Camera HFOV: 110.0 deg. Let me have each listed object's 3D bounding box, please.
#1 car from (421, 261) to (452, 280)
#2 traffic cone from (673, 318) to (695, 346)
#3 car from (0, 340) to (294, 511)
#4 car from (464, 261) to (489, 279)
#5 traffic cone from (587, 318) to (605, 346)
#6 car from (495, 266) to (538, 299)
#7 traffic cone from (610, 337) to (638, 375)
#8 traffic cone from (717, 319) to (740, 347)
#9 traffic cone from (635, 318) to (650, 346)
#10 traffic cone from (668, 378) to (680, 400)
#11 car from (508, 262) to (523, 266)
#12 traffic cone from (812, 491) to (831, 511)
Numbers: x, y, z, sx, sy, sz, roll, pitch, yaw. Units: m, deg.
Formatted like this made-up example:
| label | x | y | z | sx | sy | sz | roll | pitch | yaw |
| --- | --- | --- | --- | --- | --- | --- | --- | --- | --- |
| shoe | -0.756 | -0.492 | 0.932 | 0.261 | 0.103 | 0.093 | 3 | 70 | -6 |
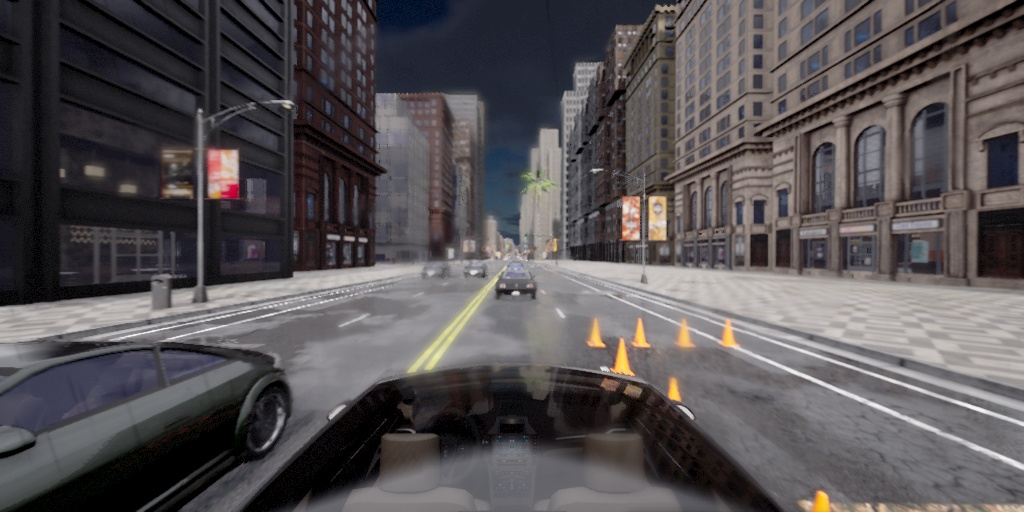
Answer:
| label | x | y | z | sx | sy | sz | roll | pitch | yaw |
| --- | --- | --- | --- | --- | --- | --- | --- | --- | --- |
| car | -6.391 | 1.198 | 30.742 | 2.128 | 1.511 | 4.902 | 0 | 0 | 0 |
| traffic cone | 3.901 | 1.714 | 8.131 | 0.340 | 0.580 | 0.340 | 0 | 0 | 0 |
| car | -3.362 | 1.301 | 2.164 | 1.994 | 1.385 | 4.181 | 0 | 0 | 0 |
| car | -3.131 | 1.209 | 32.062 | 2.128 | 1.511 | 4.902 | 0 | 0 | 0 |
| traffic cone | 1.901 | 1.707 | 8.146 | 0.340 | 0.580 | 0.340 | 0 | 0 | 0 |
| car | 0.209 | 1.338 | 17.817 | 1.895 | 1.301 | 4.718 | 0 | 0 | 0 |
| traffic cone | 1.885 | 1.708 | 6.146 | 0.340 | 0.580 | 0.340 | 0 | 0 | 0 |
| traffic cone | 4.901 | 1.717 | 8.123 | 0.340 | 0.580 | 0.340 | 0 | 0 | 0 |
| traffic cone | 2.901 | 1.710 | 8.138 | 0.340 | 0.580 | 0.340 | 0 | 0 | 0 |
| traffic cone | 1.870 | 1.710 | 4.146 | 0.340 | 0.580 | 0.340 | 0 | 0 | 0 |
| car | 0.349 | 1.276 | 36.044 | 2.033 | 1.411 | 5.357 | 0 | 0 | 1 |
| traffic cone | 1.855 | 1.712 | 2.146 | 0.340 | 0.580 | 0.340 | 0 | 0 | 0 |
